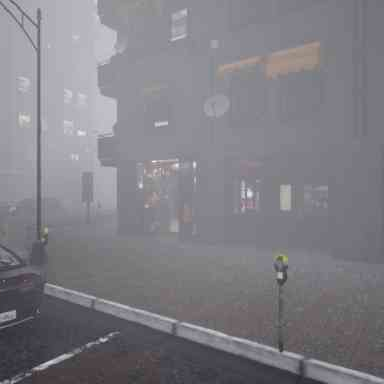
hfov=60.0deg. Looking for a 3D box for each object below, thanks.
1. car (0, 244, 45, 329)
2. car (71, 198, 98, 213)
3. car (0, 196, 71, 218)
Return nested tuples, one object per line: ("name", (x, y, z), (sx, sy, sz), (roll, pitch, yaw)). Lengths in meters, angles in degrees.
("car", (-4.430, 1.551, 6.032), (4.403, 1.369, 2.008), (0, 0, 35))
("car", (-10.908, 1.249, 30.466), (1.752, 1.417, 4.829), (1, 1, 35))
("car", (-11.813, 1.151, 24.631), (2.097, 1.767, 4.553), (0, 1, 34))
